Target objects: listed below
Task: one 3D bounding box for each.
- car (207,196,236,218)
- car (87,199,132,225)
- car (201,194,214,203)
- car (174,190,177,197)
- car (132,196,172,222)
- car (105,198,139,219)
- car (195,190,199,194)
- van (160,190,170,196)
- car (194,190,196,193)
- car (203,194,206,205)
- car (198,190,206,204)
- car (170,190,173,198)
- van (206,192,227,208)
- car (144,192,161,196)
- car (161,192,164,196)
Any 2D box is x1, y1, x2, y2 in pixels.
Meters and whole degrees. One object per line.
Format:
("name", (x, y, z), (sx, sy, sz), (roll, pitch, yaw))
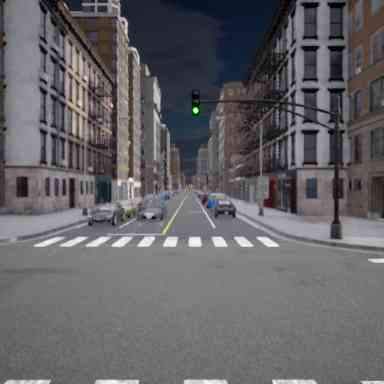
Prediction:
("car", (2.545, 1.297, 27.011), (2.008, 1.369, 4.403), (0, 1, 0))
("car", (-5.462, 1.346, 21.571), (2.008, 1.369, 4.403), (0, 1, 0))
("car", (2.441, 1.060, 54.041), (1.947, 1.339, 4.313), (0, 1, 0))
("car", (-5.789, 0.740, 86.442), (2.008, 1.369, 4.403), (0, 1, 0))
("car", (-2.836, 1.313, 24.325), (2.128, 1.511, 4.902), (0, 2, 0))
("car", (-5.488, 1.271, 26.806), (1.752, 1.417, 4.829), (0, 1, 0))
("car", (2.336, 0.786, 81.070), (1.887, 1.381, 4.507), (0, 1, 0))
("van", (-5.680, 0.732, 64.816), (1.690, 1.788, 3.998), (0, 1, 0))
("car", (2.315, 0.757, 86.477), (1.947, 1.339, 4.313), (0, 1, 0))
("car", (2.503, 1.227, 37.823), (1.802, 1.307, 4.206), (0, 1, 0))
("car", (2.462, 0.859, 48.632), (2.192, 1.841, 5.009), (0, 1, 0))
("car", (-5.707, 0.656, 70.221), (2.192, 1.841, 5.009), (0, 1, 0))
("van", (2.524, 1.037, 32.415), (1.690, 1.788, 3.998), (0, 1, 0))
("car", (-5.571, 1.033, 43.194), (1.967, 1.590, 4.097), (0, 1, 0))
("car", (-5.598, 1.069, 48.430), (1.752, 1.417, 4.829), (0, 1, 0))
